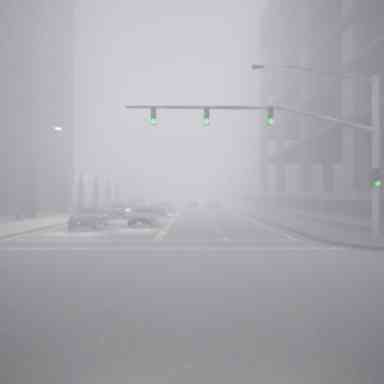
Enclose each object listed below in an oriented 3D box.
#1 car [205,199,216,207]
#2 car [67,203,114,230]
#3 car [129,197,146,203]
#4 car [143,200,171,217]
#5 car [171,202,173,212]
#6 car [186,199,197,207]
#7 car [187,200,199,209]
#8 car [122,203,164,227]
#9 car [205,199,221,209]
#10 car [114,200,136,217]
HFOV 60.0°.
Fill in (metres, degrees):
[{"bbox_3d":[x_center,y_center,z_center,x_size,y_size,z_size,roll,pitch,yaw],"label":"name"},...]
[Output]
[{"bbox_3d":[3.485,2.071,62.036,1.812,1.442,4.674,0,0,0],"label":"car"},{"bbox_3d":[-7.106,1.727,23.251,1.837,1.490,4.892,0,0,0],"label":"car"},{"bbox_3d":[-7.098,1.607,43.021,2.150,2.045,5.566,0,0,0],"label":"car"},{"bbox_3d":[-3.607,1.798,35.067,1.882,1.535,5.008,0,0,0],"label":"car"},{"bbox_3d":[-3.594,1.898,45.429,2.128,1.511,4.902,0,0,0],"label":"car"},{"bbox_3d":[-0.012,2.114,62.621,1.994,1.385,4.181,0,0,0],"label":"car"},{"bbox_3d":[0.088,1.953,53.639,1.882,1.535,5.008,0,-1,0],"label":"car"},{"bbox_3d":[-3.606,1.788,25.420,2.033,1.411,5.357,0,0,0],"label":"car"},{"bbox_3d":[3.488,1.962,52.961,2.128,1.511,4.902,0,0,0],"label":"car"},{"bbox_3d":[-7.106,1.805,32.655,1.837,1.490,4.892,0,0,0],"label":"car"}]
